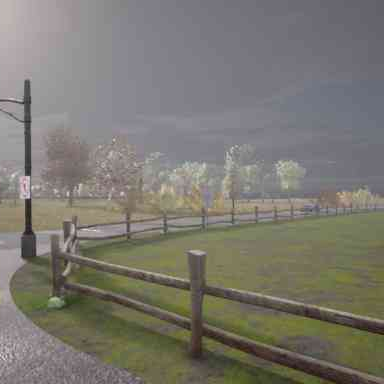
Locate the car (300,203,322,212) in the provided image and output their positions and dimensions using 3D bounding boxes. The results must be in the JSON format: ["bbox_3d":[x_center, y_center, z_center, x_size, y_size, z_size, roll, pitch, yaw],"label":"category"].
[{"bbox_3d":[18.962,2.450,52.939,2.033,1.411,5.357,-1,-2,40],"label":"car"}]
